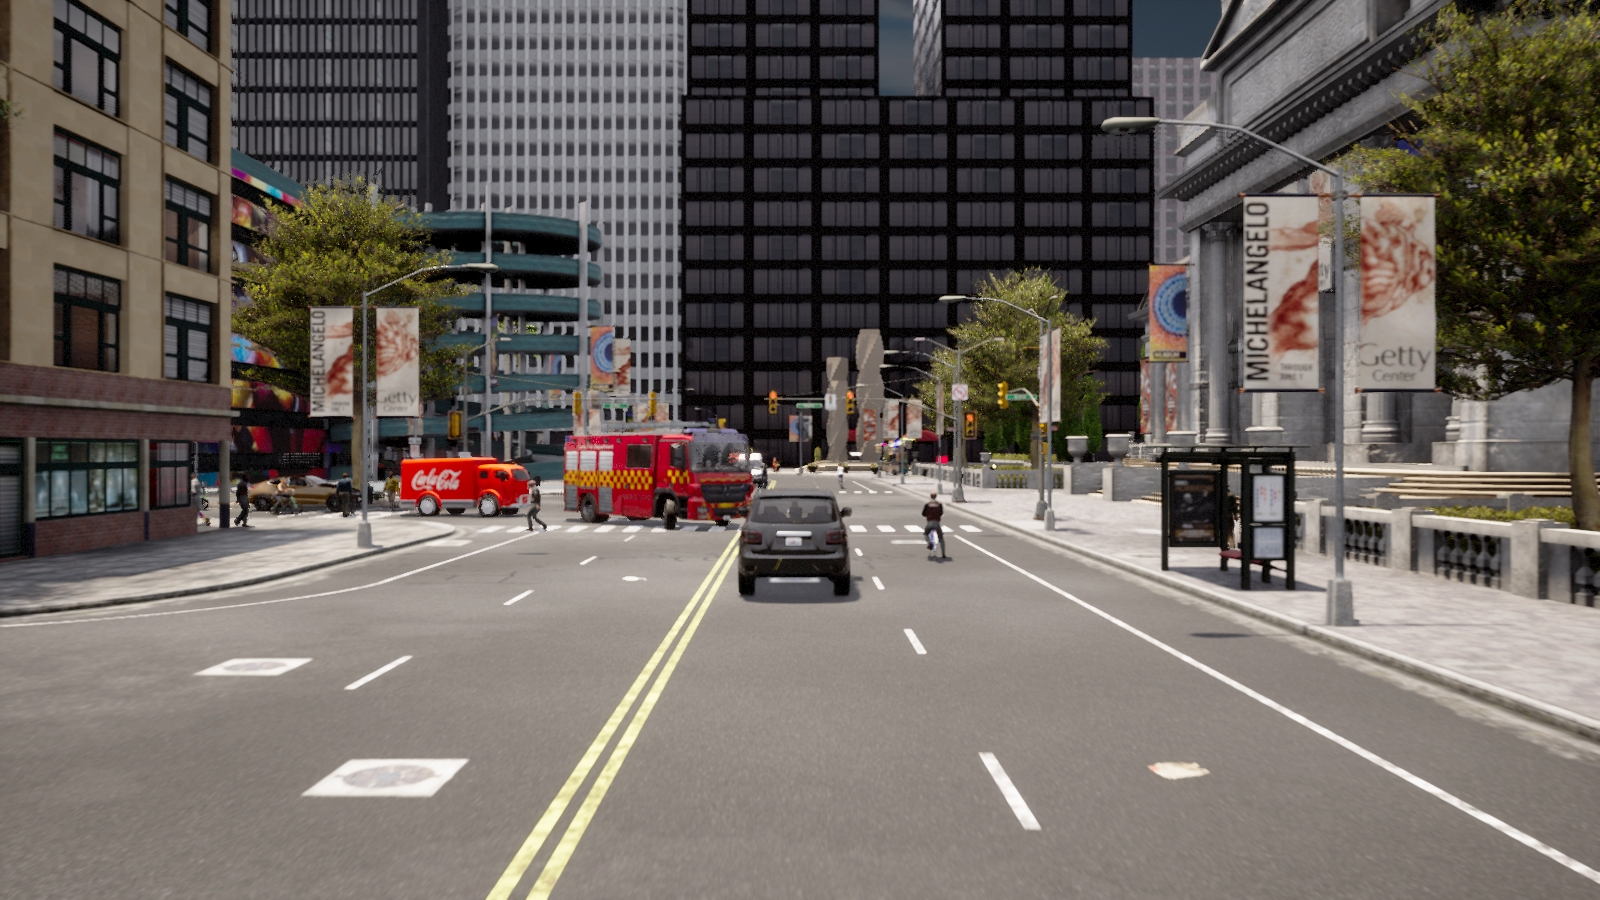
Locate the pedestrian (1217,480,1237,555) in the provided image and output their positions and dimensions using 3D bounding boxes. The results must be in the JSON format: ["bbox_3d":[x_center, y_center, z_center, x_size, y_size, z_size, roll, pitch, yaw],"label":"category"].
[{"bbox_3d":[10.744,1.696,28.773,0.375,1.860,0.375,0,0,4],"label":"pedestrian"}]

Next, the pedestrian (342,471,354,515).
[{"bbox_3d":[-19.289,1.849,48.741,0.375,1.860,0.375,0,0,2],"label":"pedestrian"}]

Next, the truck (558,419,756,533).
[{"bbox_3d":[-5.504,0.891,42.571,2.891,3.827,8.468,0,0,-43],"label":"truck"}]

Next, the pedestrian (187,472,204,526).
[{"bbox_3d":[-21.039,1.697,39.761,0.375,1.860,0.375,0,0,2],"label":"pedestrian"}]

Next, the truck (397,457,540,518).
[{"bbox_3d":[-14.041,1.578,48.506,5.204,2.467,2.627,-1,0,14],"label":"truck"}]

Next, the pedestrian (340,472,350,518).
[{"bbox_3d":[-18.785,1.848,47.160,0.375,1.860,0.375,0,0,-22],"label":"pedestrian"}]

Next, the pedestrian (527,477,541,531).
[{"bbox_3d":[-9.102,1.847,39.130,0.375,1.860,0.375,0,0,0],"label":"pedestrian"}]

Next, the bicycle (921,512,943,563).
[{"bbox_3d":[3.357,2.210,29.163,0.329,1.171,1.835,0,0,0],"label":"bicycle"}]

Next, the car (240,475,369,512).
[{"bbox_3d":[-22.903,1.992,52.928,5.027,1.651,2.152,0,0,-1],"label":"car"}]

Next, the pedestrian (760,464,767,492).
[{"bbox_3d":[-2.424,1.849,75.857,0.375,1.860,0.375,0,0,22],"label":"pedestrian"}]

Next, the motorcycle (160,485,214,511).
[{"bbox_3d":[-28.361,2.214,52.878,2.033,1.145,0.803,0,0,-1],"label":"motorcycle"}]

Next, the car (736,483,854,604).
[{"bbox_3d":[-0.078,1.780,23.618,2.150,2.045,5.566,0,0,0],"label":"car"}]

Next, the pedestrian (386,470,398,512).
[{"bbox_3d":[-18.251,1.849,51.107,0.375,1.860,0.375,0,0,3],"label":"pedestrian"}]

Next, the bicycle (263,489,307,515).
[{"bbox_3d":[-22.242,2.257,49.374,1.487,1.080,0.859,0,0,1],"label":"bicycle"}]

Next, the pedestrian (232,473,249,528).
[{"bbox_3d":[-18.956,1.697,38.712,0.375,1.860,0.375,0,0,-2],"label":"pedestrian"}]
